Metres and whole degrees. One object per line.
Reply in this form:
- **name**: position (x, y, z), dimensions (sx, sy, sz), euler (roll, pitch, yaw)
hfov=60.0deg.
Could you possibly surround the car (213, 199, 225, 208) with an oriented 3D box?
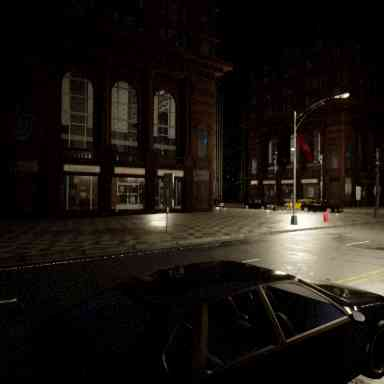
- **car**: position (3.349, 1.789, 53.358), dimensions (1.812, 1.442, 4.674), euler (1, -1, -35)

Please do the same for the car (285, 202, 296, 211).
- **car**: position (14.449, 1.711, 43.245), dimensions (1.882, 1.535, 5.008), euler (1, -1, -35)

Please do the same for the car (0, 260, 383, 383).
- **car**: position (0.423, 1.548, 3.744), dimensions (5.357, 1.411, 2.033), euler (0, 0, -36)

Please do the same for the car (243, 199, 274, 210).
- **car**: position (9.105, 1.722, 45.245), dimensions (1.837, 1.490, 4.892), euler (1, -1, -35)

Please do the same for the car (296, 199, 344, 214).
- **car**: position (14.594, 1.679, 37.507), dimensions (1.837, 1.490, 4.892), euler (1, -1, -35)
